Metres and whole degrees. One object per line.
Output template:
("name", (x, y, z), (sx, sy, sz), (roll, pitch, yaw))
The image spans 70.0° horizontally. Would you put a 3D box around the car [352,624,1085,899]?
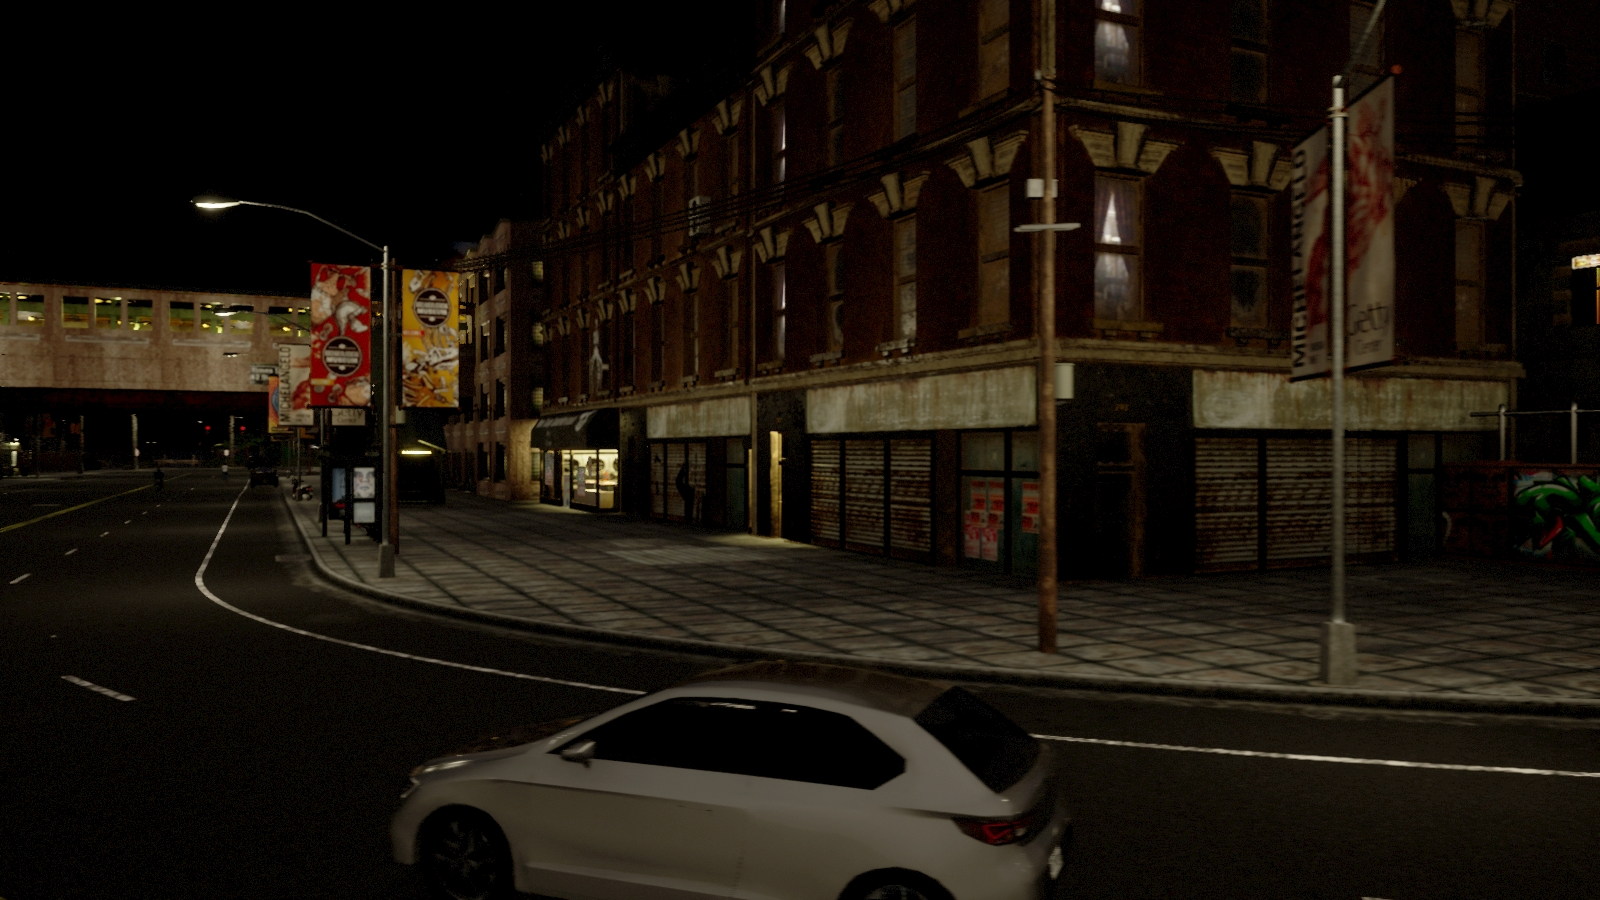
("car", (-0.489, 2.070, 7.136), (4.193, 1.474, 1.816), (0, 0, 22))
